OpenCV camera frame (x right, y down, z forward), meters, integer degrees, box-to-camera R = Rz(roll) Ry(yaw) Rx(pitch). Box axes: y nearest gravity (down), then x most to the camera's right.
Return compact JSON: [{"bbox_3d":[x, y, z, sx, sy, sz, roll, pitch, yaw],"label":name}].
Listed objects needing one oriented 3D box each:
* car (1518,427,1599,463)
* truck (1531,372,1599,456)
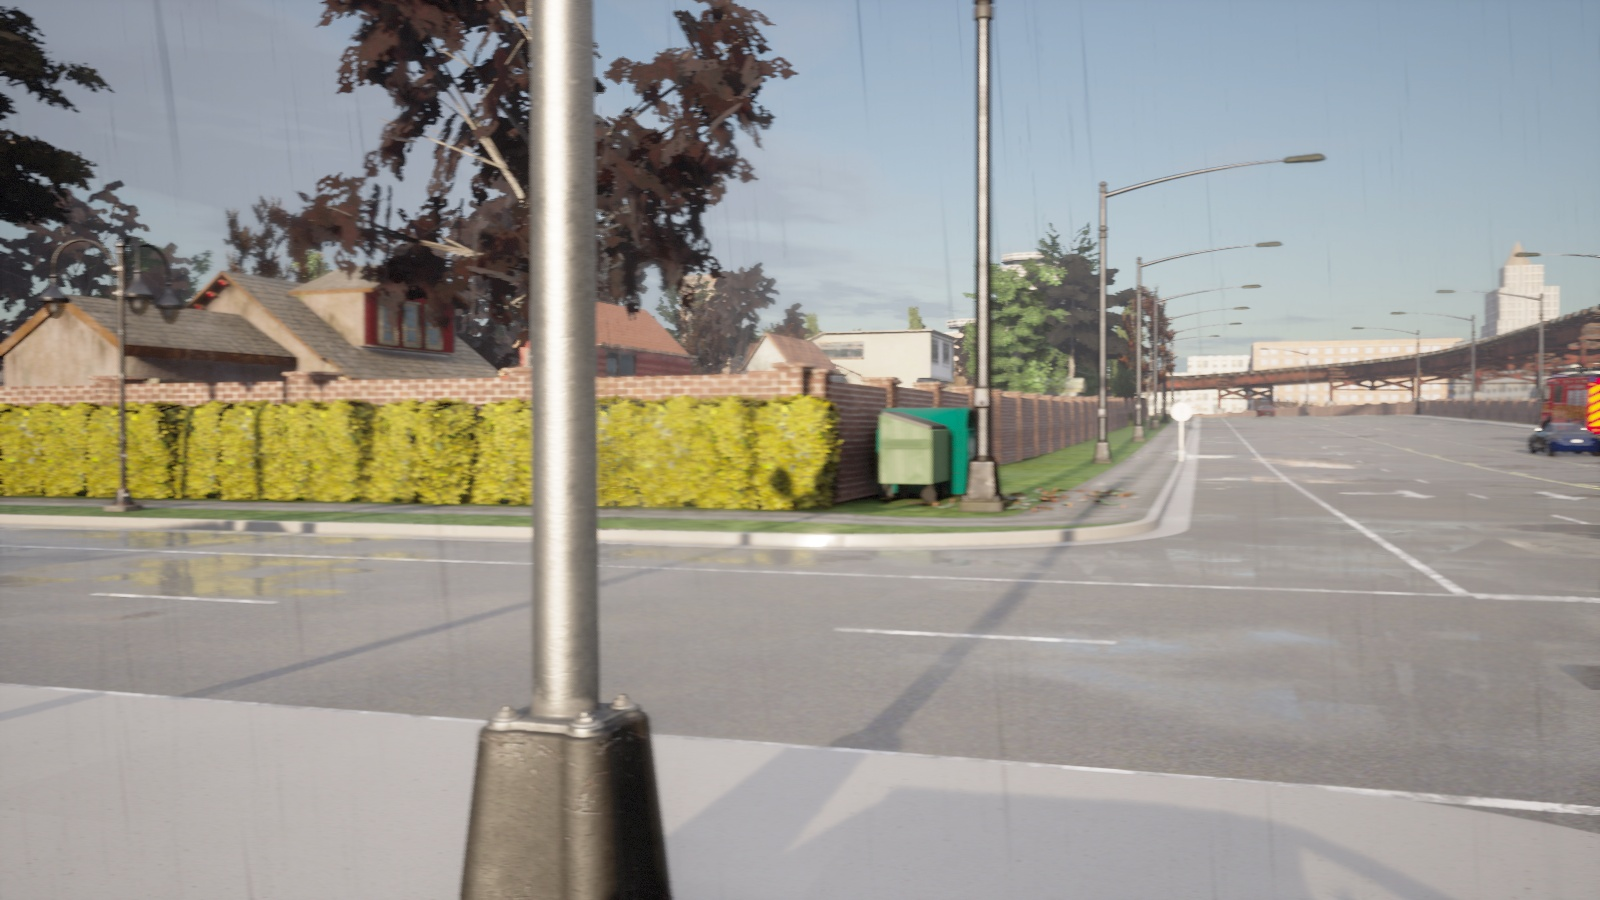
[{"bbox_3d":[32.135,-0.249,53.328,1.994,1.385,4.181,1,2,18],"label":"car"},{"bbox_3d":[38.286,-1.795,61.076,2.891,3.827,8.468,1,2,18],"label":"truck"}]
